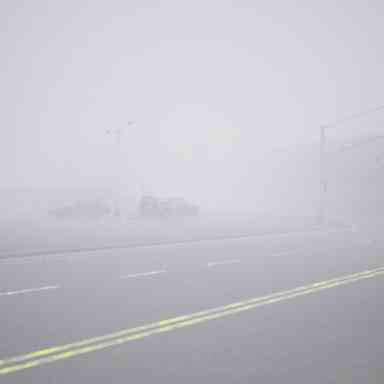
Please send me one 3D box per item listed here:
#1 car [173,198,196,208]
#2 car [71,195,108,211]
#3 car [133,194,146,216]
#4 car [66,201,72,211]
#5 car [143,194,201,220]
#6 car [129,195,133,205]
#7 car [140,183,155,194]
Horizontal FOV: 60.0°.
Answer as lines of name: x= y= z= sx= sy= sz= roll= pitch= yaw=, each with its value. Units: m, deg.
car: x=-1.396 y=1.944 z=60.328 sx=1.882 sy=1.535 sz=5.008 roll=1 pitch=-1 yaw=-33
car: x=-14.486 y=1.370 z=47.051 sx=3.866 sy=1.878 sz=1.905 roll=1 pitch=-1 yaw=-35
car: x=-3.116 y=1.369 z=31.056 sx=3.866 sy=1.878 sz=1.905 roll=1 pitch=-1 yaw=-35
car: x=-16.152 y=1.610 z=49.418 sx=3.806 sy=1.475 sz=1.970 roll=1 pitch=-1 yaw=-35
car: x=-1.488 y=1.365 z=28.663 sx=4.605 sy=1.855 sz=1.932 roll=1 pitch=-1 yaw=-35
car: x=-11.100 y=1.650 z=68.630 sx=2.150 sy=2.045 sz=5.566 roll=1 pitch=-1 yaw=-34
car: x=-8.227 y=0.168 z=63.352 sx=1.994 sy=4.181 sz=1.385 roll=-22 pitch=-8 yaw=-38
